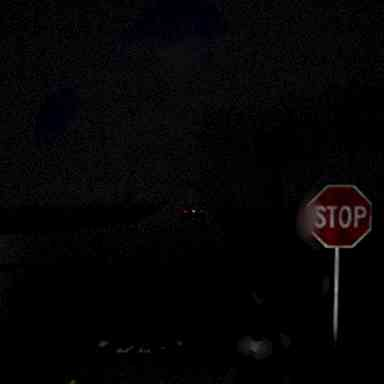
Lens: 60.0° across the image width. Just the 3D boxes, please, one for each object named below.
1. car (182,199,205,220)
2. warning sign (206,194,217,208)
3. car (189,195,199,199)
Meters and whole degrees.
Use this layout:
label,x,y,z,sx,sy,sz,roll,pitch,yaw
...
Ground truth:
label,x,y,z,sx,sy,sz,roll,pitch,yaw
car,0.146,1.568,28.656,2.033,1.411,5.357,0,0,0
warning sign,2.564,1.187,44.631,1.300,1.860,1.060,3,2,0
car,0.098,1.768,61.373,1.895,1.301,4.718,0,0,0
